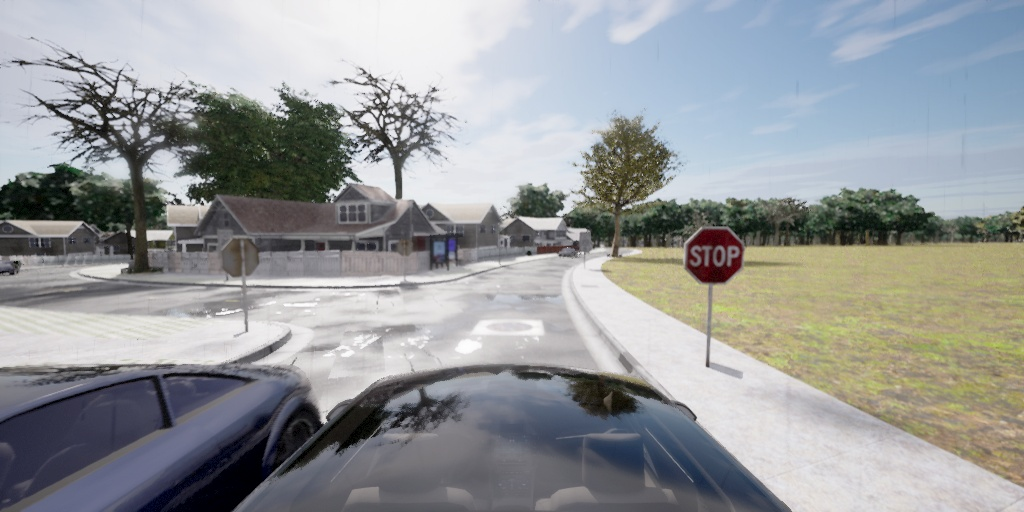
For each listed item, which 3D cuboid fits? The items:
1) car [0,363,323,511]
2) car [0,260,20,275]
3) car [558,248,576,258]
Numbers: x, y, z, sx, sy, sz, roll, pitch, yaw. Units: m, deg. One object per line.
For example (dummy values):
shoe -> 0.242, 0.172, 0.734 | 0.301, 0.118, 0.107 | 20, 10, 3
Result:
car -> -2.693, 1.321, 1.518 | 1.994, 1.385, 4.181 | 0, 2, 0
car -> -45.471, 1.059, 31.721 | 4.181, 1.385, 1.994 | 1, 3, 42
car -> 8.295, -0.456, 53.486 | 1.837, 1.490, 4.892 | 1, 3, 24
